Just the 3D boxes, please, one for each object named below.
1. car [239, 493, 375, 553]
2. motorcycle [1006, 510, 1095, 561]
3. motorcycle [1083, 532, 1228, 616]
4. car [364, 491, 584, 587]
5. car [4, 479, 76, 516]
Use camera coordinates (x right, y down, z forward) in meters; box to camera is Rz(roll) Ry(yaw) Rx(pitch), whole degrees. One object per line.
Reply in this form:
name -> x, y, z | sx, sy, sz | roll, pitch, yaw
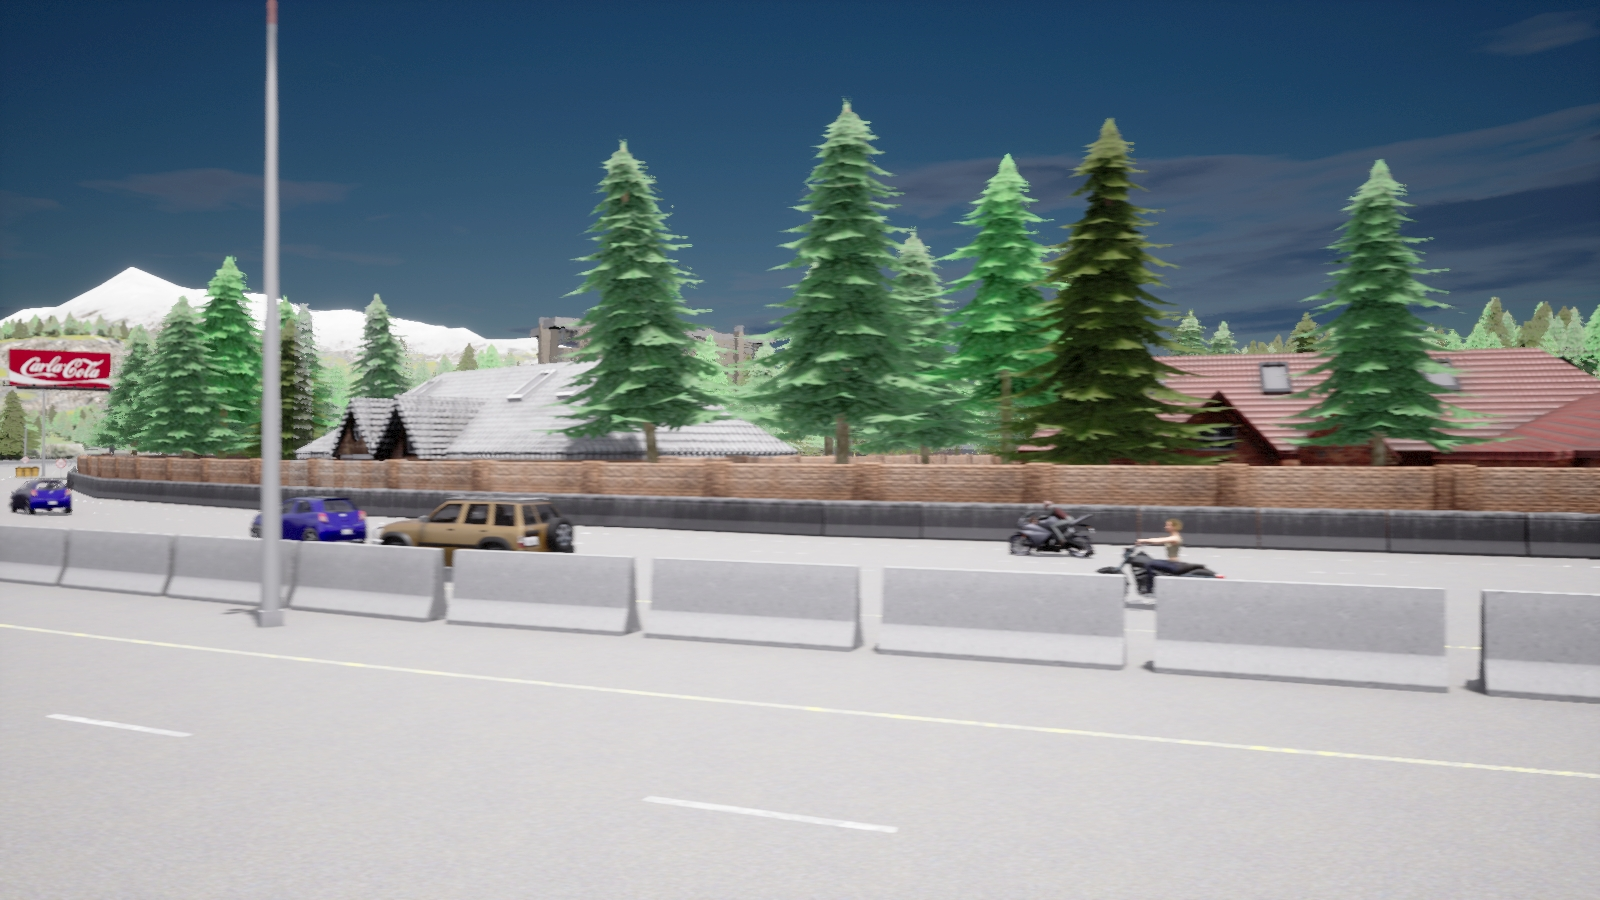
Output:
car -> -14.336, 2.079, 33.179 | 3.633, 1.501, 1.845 | 0, 0, 31
motorcycle -> 6.681, 2.253, 30.459 | 2.209, 1.251, 0.867 | 0, -1, 23
motorcycle -> 6.329, 2.179, 20.381 | 2.356, 1.325, 0.764 | 0, -1, 30
car -> -7.270, 1.897, 25.453 | 4.605, 1.855, 1.932 | 0, 0, 26
car -> -34.294, 2.095, 51.544 | 3.633, 1.501, 1.845 | 0, 0, 41
